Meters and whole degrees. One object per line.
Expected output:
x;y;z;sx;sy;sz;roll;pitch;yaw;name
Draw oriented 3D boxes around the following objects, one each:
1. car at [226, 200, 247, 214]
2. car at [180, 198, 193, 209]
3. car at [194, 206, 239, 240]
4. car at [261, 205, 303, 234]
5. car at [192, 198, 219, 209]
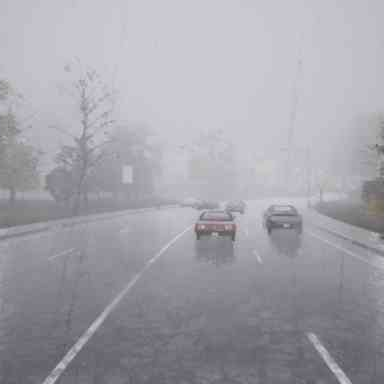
4.657;1.548;34.876;2.033;1.411;5.357;0;0;14;car
-0.107;1.496;44.294;1.812;1.442;4.674;0;0;17;car
1.291;1.597;17.026;1.895;1.301;4.718;0;0;7;car
5.165;1.501;19.342;2.128;1.511;4.902;0;0;8;car
1.844;1.586;38.638;1.895;1.301;4.718;0;0;15;car
